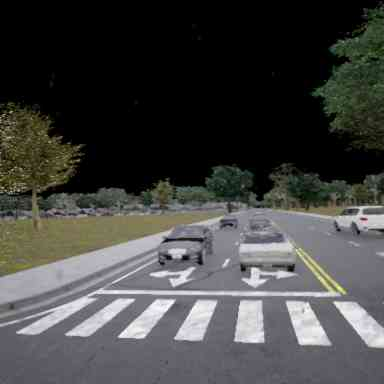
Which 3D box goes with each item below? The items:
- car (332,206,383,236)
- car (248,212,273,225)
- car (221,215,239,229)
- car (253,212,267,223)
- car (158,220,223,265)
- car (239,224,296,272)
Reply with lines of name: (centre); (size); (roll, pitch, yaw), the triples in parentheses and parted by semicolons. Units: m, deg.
car: (12.227, 2.057, 24.310); (2.150, 2.045, 5.566); (-2, -3, 2)
car: (6.350, 2.845, 30.898); (1.837, 1.490, 4.892); (-3, -3, 11)
car: (4.112, 3.248, 36.302); (2.033, 1.411, 5.357); (-3, -3, 11)
car: (9.816, 3.624, 48.046); (1.812, 1.442, 4.674); (-3, -3, 11)
car: (-0.100, 2.266, 14.922); (2.128, 1.511, 4.902); (-3, -3, 11)
car: (2.841, 2.166, 12.970); (1.895, 1.301, 4.718); (-3, -3, 10)
